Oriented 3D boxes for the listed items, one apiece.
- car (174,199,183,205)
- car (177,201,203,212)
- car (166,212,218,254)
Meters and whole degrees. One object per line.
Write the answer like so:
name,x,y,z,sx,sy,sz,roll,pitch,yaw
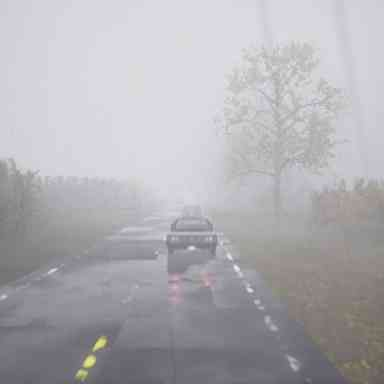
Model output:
car,-2.789,2.078,71.005,1.994,1.385,4.181,0,0,0
car,-0.015,1.792,28.983,2.033,1.411,5.357,0,0,0
car,-0.006,1.726,14.102,1.895,1.301,4.718,0,0,0
